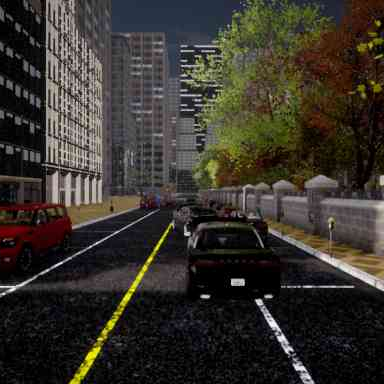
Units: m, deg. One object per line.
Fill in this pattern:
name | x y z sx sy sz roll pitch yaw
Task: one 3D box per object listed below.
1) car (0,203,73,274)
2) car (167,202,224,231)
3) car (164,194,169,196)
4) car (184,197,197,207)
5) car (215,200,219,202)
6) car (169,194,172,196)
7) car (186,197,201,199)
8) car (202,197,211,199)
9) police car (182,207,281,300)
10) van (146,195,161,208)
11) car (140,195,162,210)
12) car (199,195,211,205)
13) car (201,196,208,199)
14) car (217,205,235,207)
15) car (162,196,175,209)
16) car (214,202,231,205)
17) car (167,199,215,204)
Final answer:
car | -5.475 1.314 10.673 2.192 1.841 5.009 0 0 0
car | 0.174 1.502 18.208 1.837 1.490 4.892 0 0 -15
car | -5.712 1.504 60.374 1.752 1.417 4.829 0 0 0
car | -0.215 1.531 53.451 2.033 1.411 5.357 0 0 0
car | 2.472 1.561 27.211 1.947 1.339 4.313 0 0 0
car | -5.647 1.282 77.167 2.192 1.841 5.009 0 0 0
car | -0.156 1.515 43.468 1.812 1.442 4.674 0 0 0
car | 2.419 1.557 38.310 1.947 1.339 4.313 0 0 0
police car | 0.819 1.424 8.585 1.930 1.638 5.238 0 0 0
van | -5.659 1.327 49.463 1.690 1.788 3.998 0 0 0
car | -5.633 1.304 43.922 2.192 1.841 5.009 0 0 0
car | 2.313 1.418 60.509 1.967 1.590 4.097 0 0 0
car | 2.366 1.568 49.410 1.802 1.307 4.206 0 0 0
car | 2.526 1.548 16.111 2.008 1.369 4.403 0 0 0
car | -2.926 1.552 44.517 1.994 1.385 4.181 0 0 0
car | 2.499 1.578 21.661 1.802 1.307 4.206 0 0 0
car | 0.078 1.501 24.801 1.837 1.490 4.892 0 0 17
